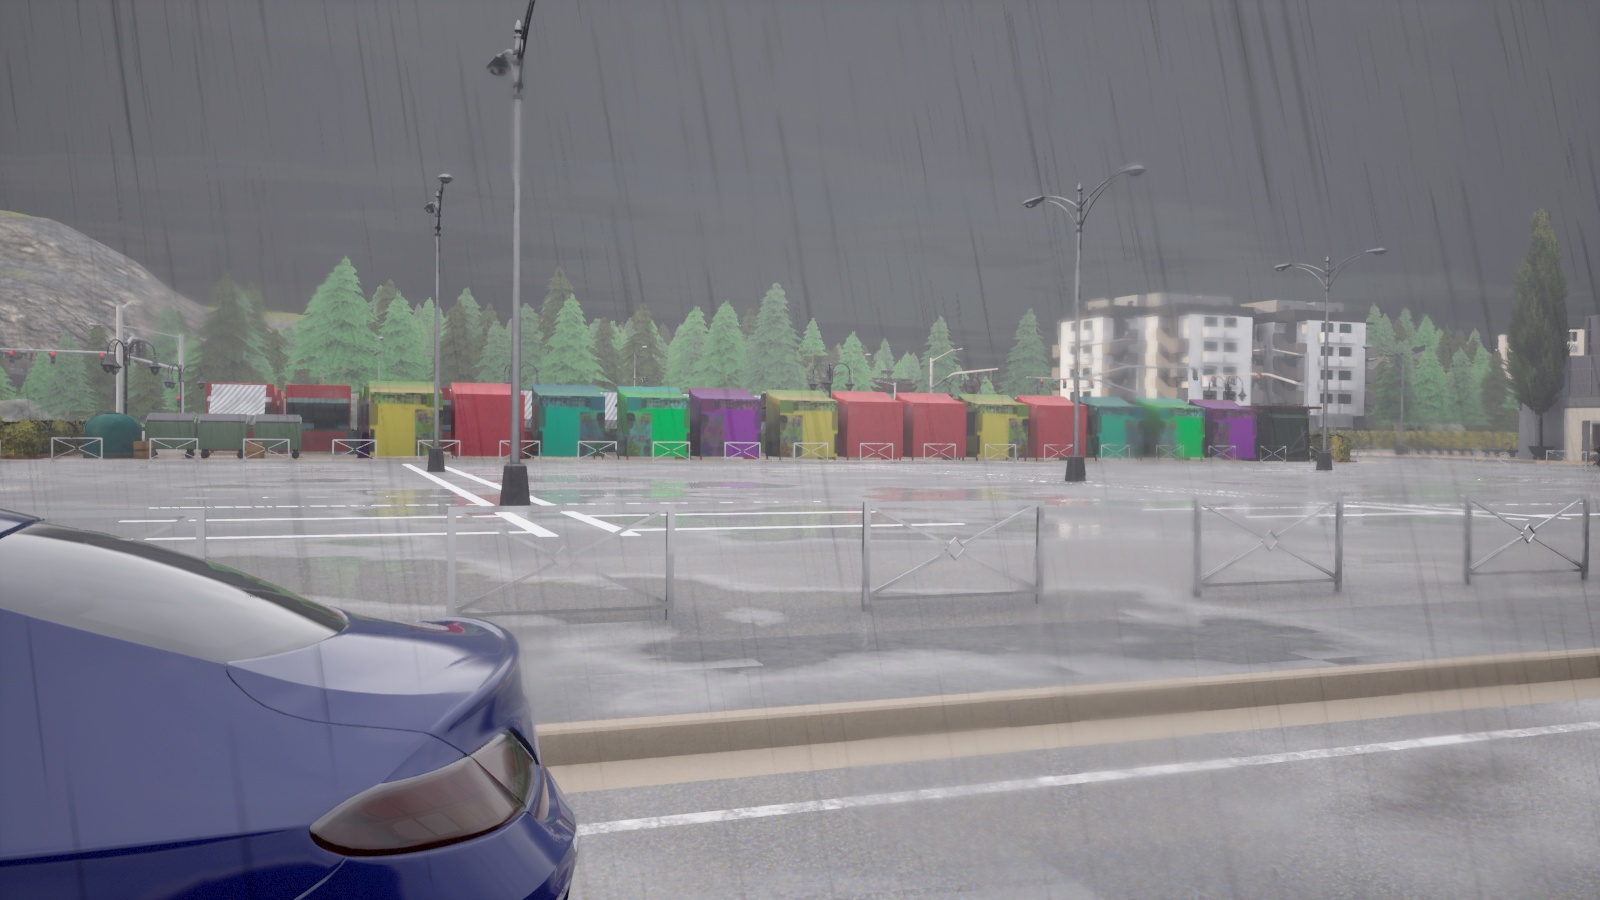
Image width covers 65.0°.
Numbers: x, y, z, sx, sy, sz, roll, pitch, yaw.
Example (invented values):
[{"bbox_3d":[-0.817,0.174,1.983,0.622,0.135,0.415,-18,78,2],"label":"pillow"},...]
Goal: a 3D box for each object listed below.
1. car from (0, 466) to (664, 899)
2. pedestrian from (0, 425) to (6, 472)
[{"bbox_3d":[-2.743,0.818,2.198,4.674,1.442,1.812,-1,1,-21],"label":"car"},{"bbox_3d":[-31.520,-0.065,49.300,0.354,1.836,0.706,-1,1,-15],"label":"pedestrian"}]
